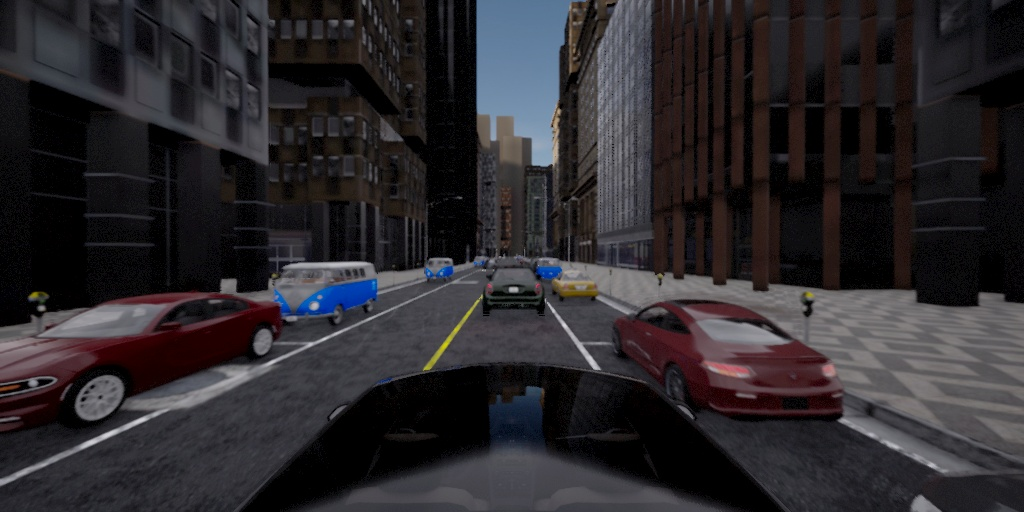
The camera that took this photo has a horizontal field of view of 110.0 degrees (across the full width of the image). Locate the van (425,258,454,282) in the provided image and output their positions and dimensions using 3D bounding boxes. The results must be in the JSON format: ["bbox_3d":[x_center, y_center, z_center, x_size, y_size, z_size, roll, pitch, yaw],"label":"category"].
[{"bbox_3d":[-5.656,1.064,28.275,1.690,1.789,3.998,0,0,0],"label":"van"}]

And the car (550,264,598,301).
[{"bbox_3d":[2.864,1.260,17.151,1.751,1.417,4.829,0,0,0],"label":"car"}]

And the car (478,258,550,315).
[{"bbox_3d":[0.072,1.091,13.578,2.097,1.767,4.553,0,0,0],"label":"car"}]

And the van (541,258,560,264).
[{"bbox_3d":[2.869,1.063,28.278,1.690,1.789,3.998,0,0,0],"label":"van"}]

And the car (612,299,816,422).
[{"bbox_3d":[2.859,1.328,5.684,1.802,1.307,4.207,0,0,0],"label":"car"}]

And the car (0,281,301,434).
[{"bbox_3d":[-5.666,1.292,5.679,1.888,1.381,4.507,0,0,0],"label":"car"}]

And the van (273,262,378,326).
[{"bbox_3d":[-5.664,1.082,11.328,1.690,1.789,3.998,0,0,0],"label":"van"}]

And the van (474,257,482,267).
[{"bbox_3d":[-5.641,1.019,62.168,1.690,1.789,3.998,0,0,0],"label":"van"}]

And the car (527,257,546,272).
[{"bbox_3d":[3.133,1.053,46.055,2.097,1.767,4.553,0,0,0],"label":"car"}]

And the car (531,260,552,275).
[{"bbox_3d":[3.162,1.213,39.085,1.837,1.490,4.892,0,0,0],"label":"car"}]

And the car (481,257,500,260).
[{"bbox_3d":[-3.057,1.220,51.111,1.812,1.442,4.674,0,0,0],"label":"car"}]
